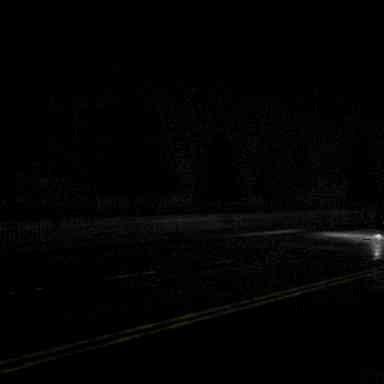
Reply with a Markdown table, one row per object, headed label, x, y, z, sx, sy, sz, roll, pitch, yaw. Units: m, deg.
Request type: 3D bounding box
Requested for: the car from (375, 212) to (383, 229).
| label | x | y | z | sx | sy | sz | roll | pitch | yaw |
| --- | --- | --- | --- | --- | --- | --- | --- | --- | --- |
| car | 14.393 | 1.765 | 22.736 | 4.902 | 1.511 | 2.128 | 1 | -1 | -35 |
